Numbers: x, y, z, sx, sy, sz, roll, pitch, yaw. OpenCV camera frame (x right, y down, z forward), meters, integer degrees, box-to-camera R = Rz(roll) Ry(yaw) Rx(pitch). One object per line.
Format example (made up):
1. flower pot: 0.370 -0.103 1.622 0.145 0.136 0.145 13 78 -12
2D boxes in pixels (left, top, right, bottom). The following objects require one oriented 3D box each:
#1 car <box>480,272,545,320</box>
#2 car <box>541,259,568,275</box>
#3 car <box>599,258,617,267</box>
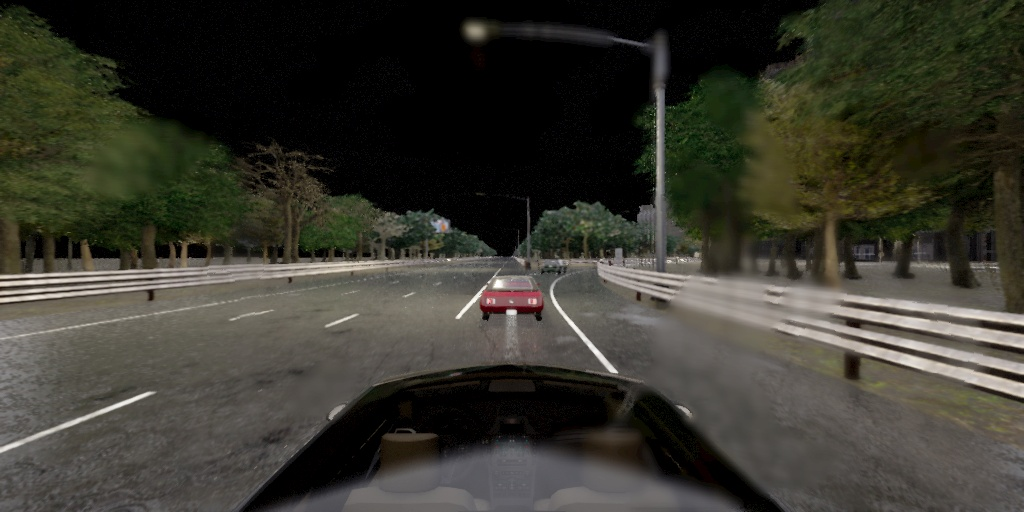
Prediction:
1. car: 0.053 1.340 12.589 1.895 1.301 4.718 0 0 2
2. car: 4.686 1.063 39.000 2.097 1.767 4.553 0 0 19
3. car: 16.706 1.154 61.951 2.128 1.511 4.902 0 0 37
